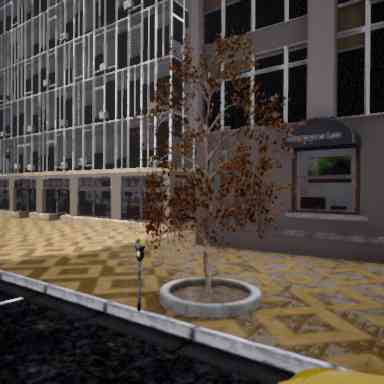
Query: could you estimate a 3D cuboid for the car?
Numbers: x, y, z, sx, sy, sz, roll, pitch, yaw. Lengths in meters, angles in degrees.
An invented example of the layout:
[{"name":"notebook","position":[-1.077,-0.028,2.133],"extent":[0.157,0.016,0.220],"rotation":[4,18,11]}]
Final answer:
[{"name":"car","position":[2.380,1.522,1.167],"extent":[4.829,1.417,1.752],"rotation":[0,1,36]}]
